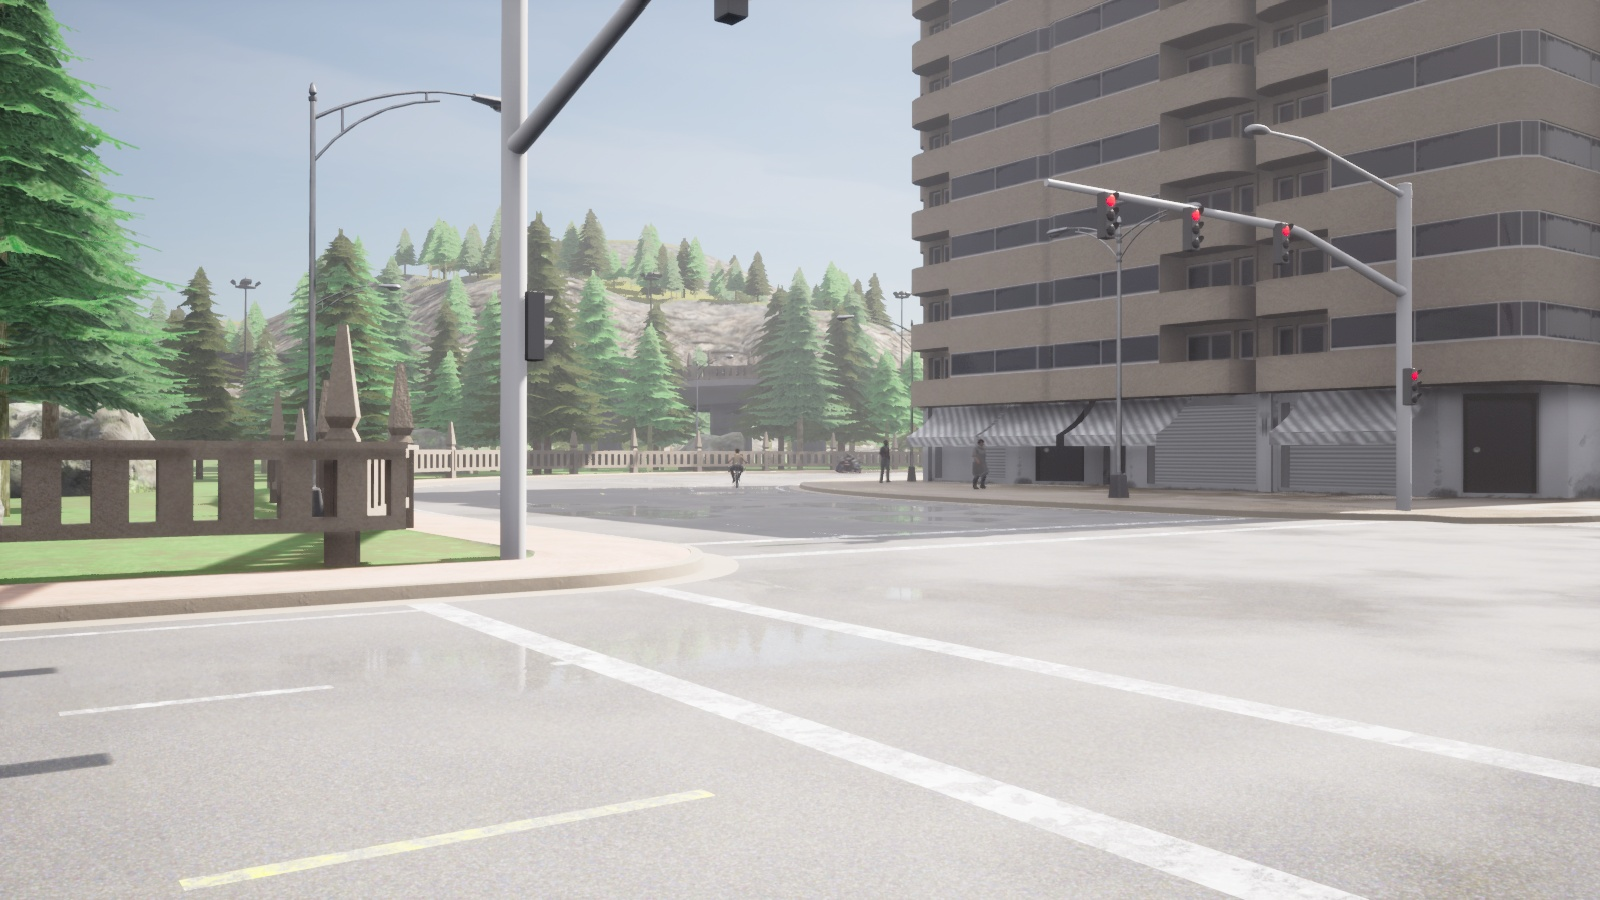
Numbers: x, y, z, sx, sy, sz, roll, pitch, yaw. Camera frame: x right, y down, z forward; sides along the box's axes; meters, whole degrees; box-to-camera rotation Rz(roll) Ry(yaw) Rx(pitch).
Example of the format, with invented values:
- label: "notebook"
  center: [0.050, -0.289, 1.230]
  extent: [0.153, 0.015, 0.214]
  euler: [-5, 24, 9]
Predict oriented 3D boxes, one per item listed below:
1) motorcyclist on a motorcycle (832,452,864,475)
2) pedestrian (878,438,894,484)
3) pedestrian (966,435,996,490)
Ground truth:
- label: "motorcyclist on a motorcycle"
  center: [3.365, 0.931, 87.242]
  extent: [2.191, 1.530, 0.866]
  euler: [0, 0, -38]
- label: "pedestrian"
  center: [3.623, 0.464, 53.075]
  extent: [0.402, 1.930, 0.666]
  euler: [0, 0, -25]
- label: "pedestrian"
  center: [6.461, 0.445, 44.817]
  extent: [0.659, 1.952, 0.873]
  euler: [0, 0, -35]
